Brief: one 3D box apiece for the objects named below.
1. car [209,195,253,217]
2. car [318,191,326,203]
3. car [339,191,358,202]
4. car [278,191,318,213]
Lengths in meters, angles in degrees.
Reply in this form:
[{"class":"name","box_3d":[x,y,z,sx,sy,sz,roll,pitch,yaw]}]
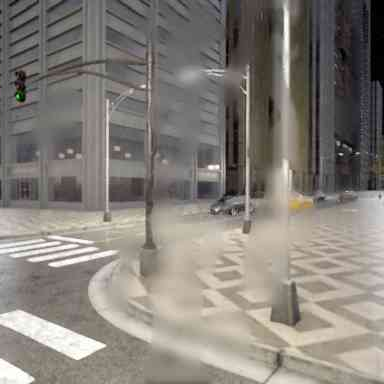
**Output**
[{"class":"car","box_3d":[3.201,1.053,26.446,1.837,1.490,4.892,0,1,35]},{"class":"car","box_3d":[16.864,0.665,45.489,2.128,1.511,4.902,0,1,36]},{"class":"car","box_3d":[22.884,0.585,48.570,2.128,1.511,4.902,0,1,35]},{"class":"car","box_3d":[9.255,0.942,29.423,1.882,1.535,5.008,0,1,35]}]
